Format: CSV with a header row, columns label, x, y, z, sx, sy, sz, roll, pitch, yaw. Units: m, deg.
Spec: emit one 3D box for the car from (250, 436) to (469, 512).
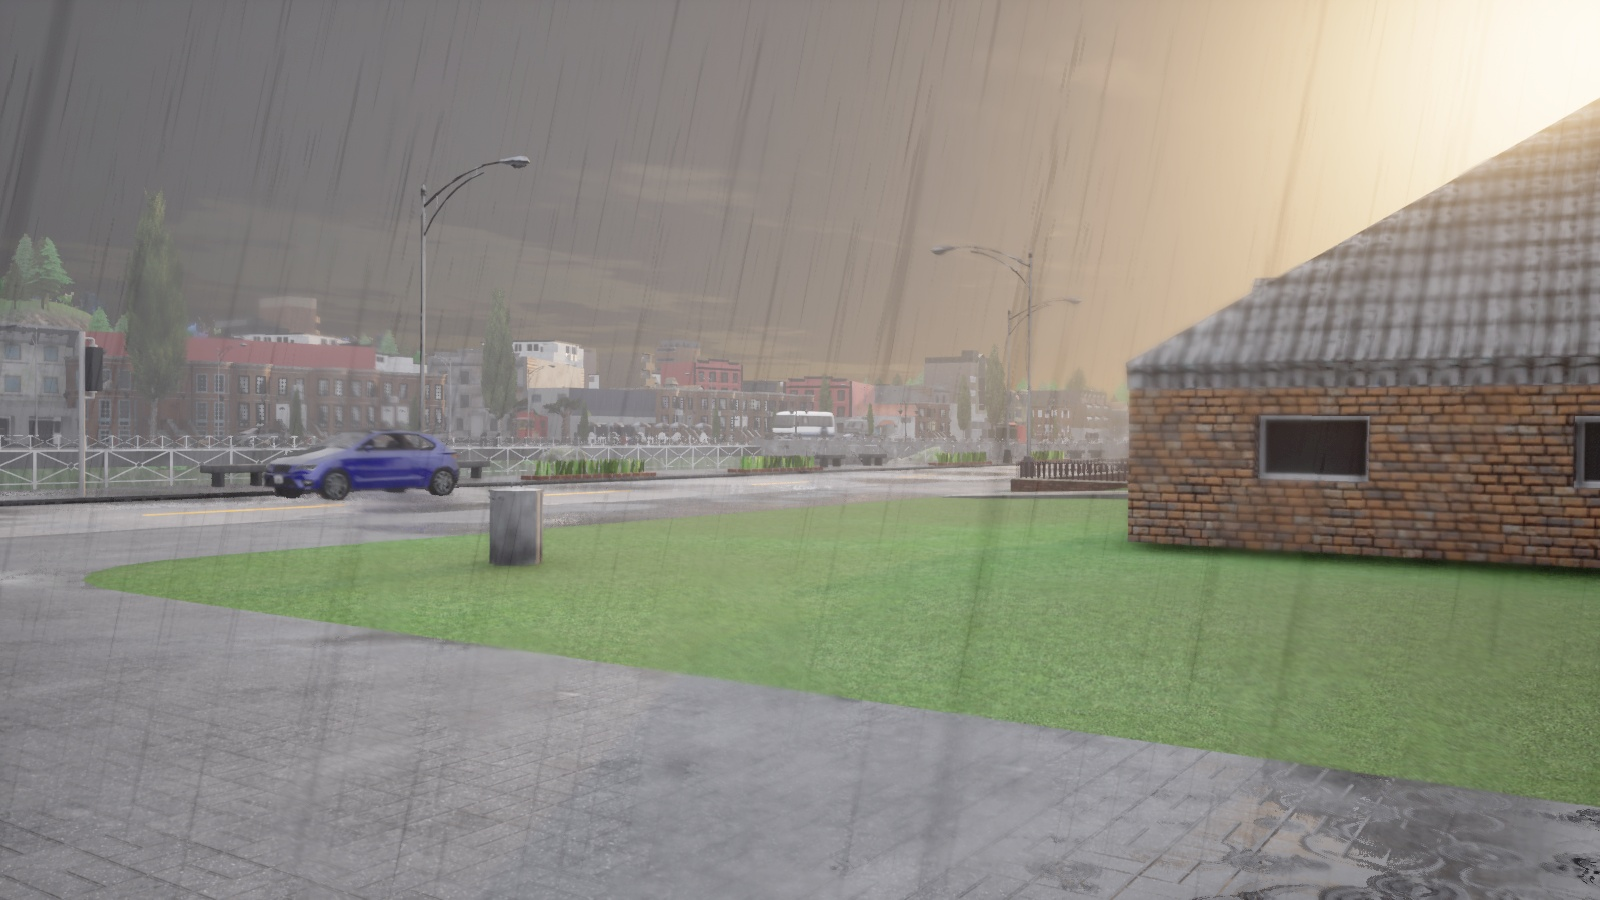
label,x,y,z,sx,sy,sz,roll,pitch,yaw
car,-9.390,0.461,27.061,1.816,1.474,4.193,0,1,34
